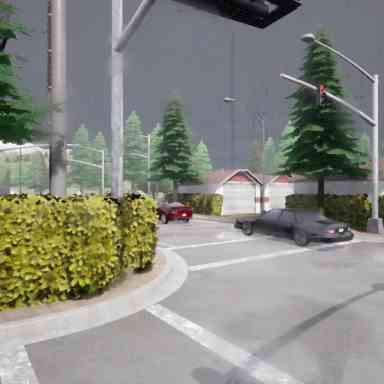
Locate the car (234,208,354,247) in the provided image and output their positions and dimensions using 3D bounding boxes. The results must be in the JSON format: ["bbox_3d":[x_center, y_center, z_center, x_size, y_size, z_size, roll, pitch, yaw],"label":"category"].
[{"bbox_3d":[4.264,1.421,14.795,2.033,1.411,5.357,0,2,-35],"label":"car"}]

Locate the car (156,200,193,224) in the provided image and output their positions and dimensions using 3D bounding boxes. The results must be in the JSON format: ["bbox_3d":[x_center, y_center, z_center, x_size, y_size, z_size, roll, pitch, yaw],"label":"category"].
[{"bbox_3d":[-1.934,1.305,23.388,1.882,1.535,5.008,-1,1,-35],"label":"car"}]
